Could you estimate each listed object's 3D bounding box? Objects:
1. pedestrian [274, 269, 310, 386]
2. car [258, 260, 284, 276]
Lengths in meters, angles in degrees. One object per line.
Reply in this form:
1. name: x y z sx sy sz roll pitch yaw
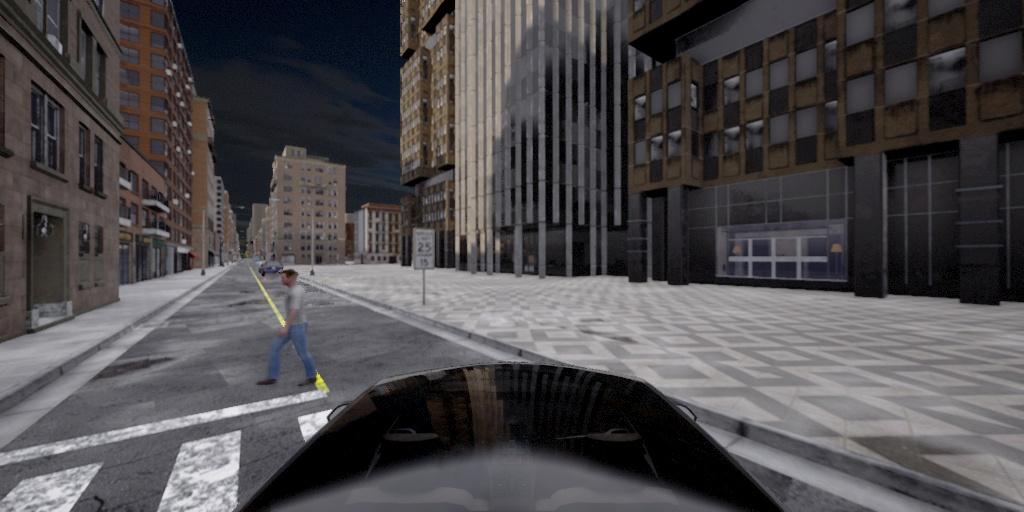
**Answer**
1. pedestrian: -3.361 1.071 5.476 0.375 1.860 0.375 0 0 -37
2. car: -27.511 1.364 41.159 2.097 1.767 4.553 0 0 -37
